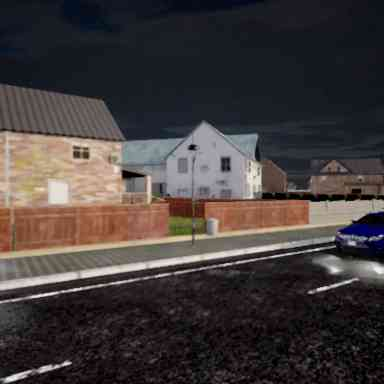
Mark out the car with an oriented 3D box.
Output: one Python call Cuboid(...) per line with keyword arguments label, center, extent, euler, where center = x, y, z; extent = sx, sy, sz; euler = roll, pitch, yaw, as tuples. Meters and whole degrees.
Cuboid(label="car", center=(7.497, 1.534, 13.003), extent=(4.674, 1.442, 1.812), euler=(0, 0, -36))
